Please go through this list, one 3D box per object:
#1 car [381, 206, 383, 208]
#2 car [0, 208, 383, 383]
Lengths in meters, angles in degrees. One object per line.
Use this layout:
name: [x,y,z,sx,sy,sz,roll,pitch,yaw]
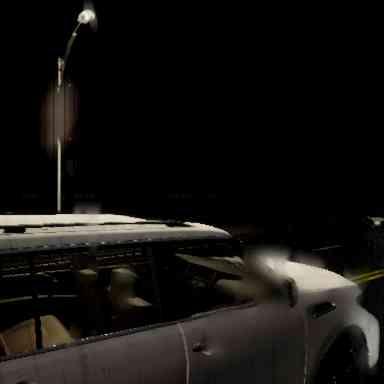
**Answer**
car: [12.606,1.501,20.475,4.902,1.511,2.128,0,0,-35]
car: [-0.572,1.216,3.007,5.566,2.045,2.150,1,0,-35]
